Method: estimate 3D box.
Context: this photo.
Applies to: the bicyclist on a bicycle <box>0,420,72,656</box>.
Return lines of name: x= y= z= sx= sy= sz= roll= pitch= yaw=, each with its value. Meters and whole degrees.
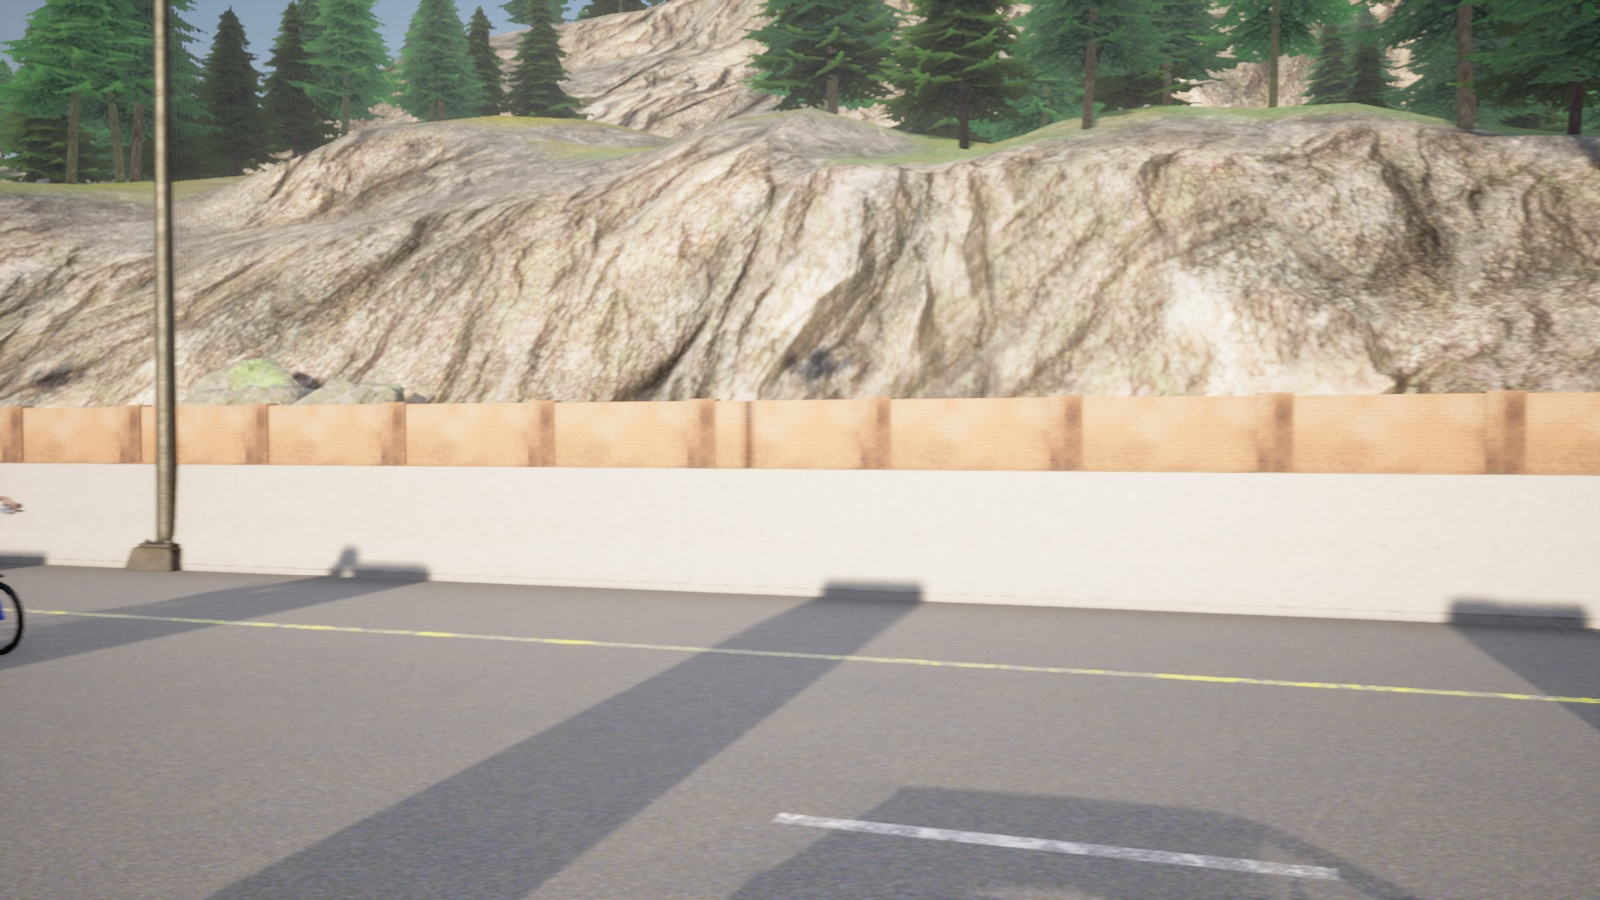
bicyclist on a bicycle: x=-6.144 y=0.593 z=8.951 sx=1.509 sy=1.612 sz=0.866 roll=1 pitch=1 yaw=19
